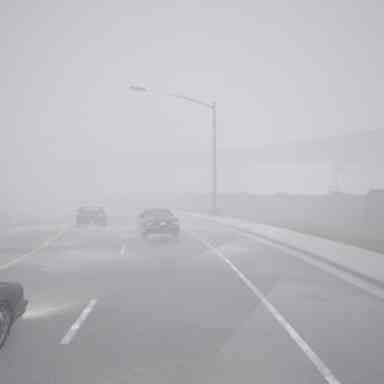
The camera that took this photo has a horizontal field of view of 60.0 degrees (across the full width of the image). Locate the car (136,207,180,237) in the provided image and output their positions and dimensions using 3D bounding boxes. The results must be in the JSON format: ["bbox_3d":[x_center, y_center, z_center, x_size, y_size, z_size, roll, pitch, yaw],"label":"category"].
[{"bbox_3d":[-1.959,1.546,18.201,2.033,1.411,5.357,0,0,-13],"label":"car"}]

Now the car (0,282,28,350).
[{"bbox_3d":[-3.544,1.561,3.019,2.033,1.411,5.357,0,0,-2],"label":"car"}]

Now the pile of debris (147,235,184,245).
[{"bbox_3d":[-1.272,2.174,15.180,1.500,0.140,1.860,0,0,-11],"label":"pile of debris"}]

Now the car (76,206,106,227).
[{"bbox_3d":[-7.200,1.638,23.545,1.895,1.301,4.718,-1,0,-19],"label":"car"}]
